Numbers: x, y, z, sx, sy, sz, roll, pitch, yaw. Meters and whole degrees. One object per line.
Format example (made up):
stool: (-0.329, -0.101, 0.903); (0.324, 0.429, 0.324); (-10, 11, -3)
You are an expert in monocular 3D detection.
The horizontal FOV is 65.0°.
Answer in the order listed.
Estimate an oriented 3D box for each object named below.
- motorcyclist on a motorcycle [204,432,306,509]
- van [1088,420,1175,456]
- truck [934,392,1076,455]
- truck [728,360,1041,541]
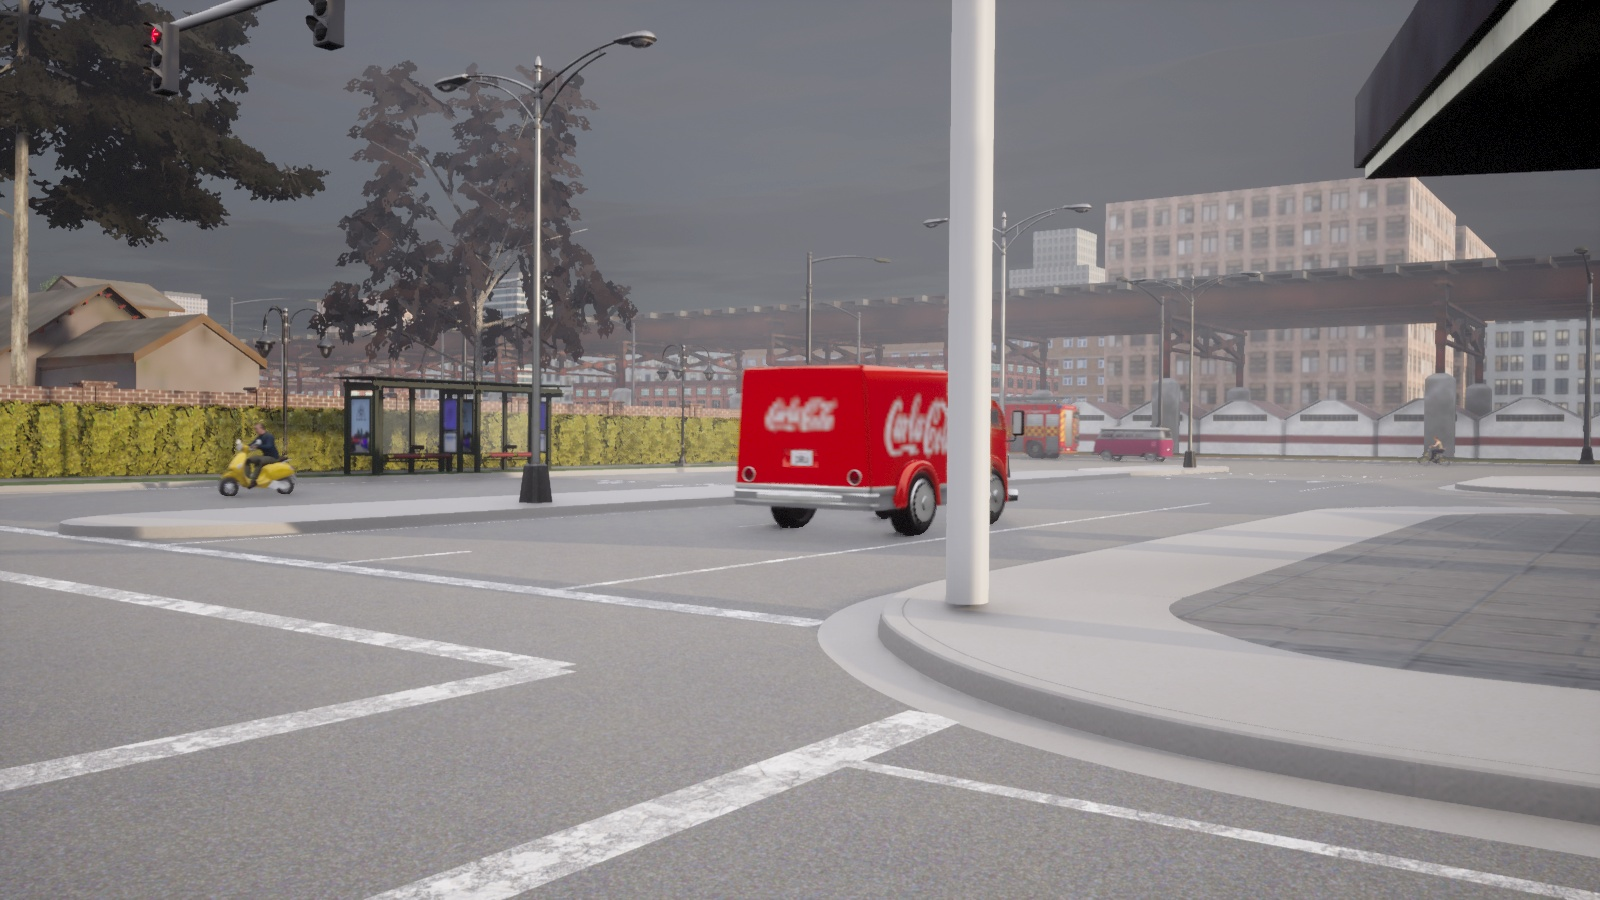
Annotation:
motorcyclist on a motorcycle: (-11.764, 0.420, 27.162); (0.866, 1.590, 1.817); (0, 1, 35)
van: (18.837, -0.660, 71.346); (4.442, 1.987, 1.775); (0, 1, 35)
truck: (12.928, -1.640, 79.780); (8.468, 3.827, 2.891); (0, 1, 35)
truck: (1.513, -0.040, 19.943); (2.627, 2.467, 5.204); (0, 1, 35)
